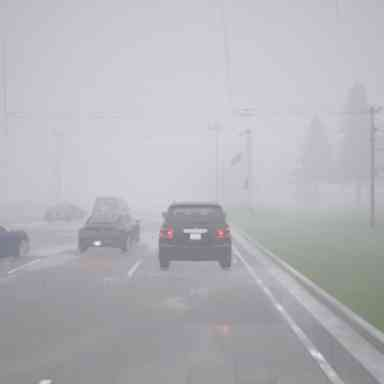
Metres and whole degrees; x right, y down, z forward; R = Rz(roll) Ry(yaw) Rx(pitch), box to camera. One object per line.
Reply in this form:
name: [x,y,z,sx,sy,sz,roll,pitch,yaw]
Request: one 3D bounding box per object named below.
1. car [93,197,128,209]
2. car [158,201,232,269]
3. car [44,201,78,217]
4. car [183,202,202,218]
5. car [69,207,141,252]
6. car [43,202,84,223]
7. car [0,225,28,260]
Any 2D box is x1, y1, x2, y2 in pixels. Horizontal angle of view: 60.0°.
car: [-6.918,1.437,28.795,2.150,2.045,5.566,0,0,0]
car: [0.092,1.310,11.631,2.150,2.045,5.566,0,0,0]
car: [-13.922,1.792,35.717,1.812,1.442,4.674,0,0,0]
car: [0.081,1.783,34.494,1.812,1.442,4.674,0,0,0]
car: [-3.409,1.613,14.409,1.837,1.490,4.892,0,0,0]
car: [-10.417,1.754,27.645,2.033,1.411,5.357,0,0,0]
car: [-6.909,1.554,10.183,1.882,1.535,5.008,0,0,0]
